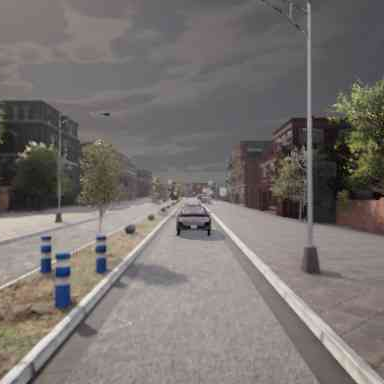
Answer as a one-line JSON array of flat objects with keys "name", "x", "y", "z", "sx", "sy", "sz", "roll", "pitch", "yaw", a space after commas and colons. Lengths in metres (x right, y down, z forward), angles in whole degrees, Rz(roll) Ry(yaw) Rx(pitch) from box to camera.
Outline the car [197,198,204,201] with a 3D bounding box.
[{"name": "car", "x": 0.076, "y": 1.677, "z": 37.371, "sx": 1.895, "sy": 1.301, "sz": 4.718, "roll": 0, "pitch": 0, "yaw": 0}]

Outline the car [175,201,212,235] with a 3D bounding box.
[{"name": "car", "x": 0.091, "y": 1.518, "z": 18.955, "sx": 2.128, "sy": 1.511, "sz": 4.902, "roll": 0, "pitch": 0, "yaw": 0}]

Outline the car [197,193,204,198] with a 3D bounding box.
[{"name": "car", "x": 2.962, "y": 1.668, "z": 76.559, "sx": 2.231, "sy": 1.521, "sz": 4.892, "roll": 0, "pitch": 0, "yaw": 0}]

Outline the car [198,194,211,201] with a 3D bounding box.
[{"name": "car", "x": 2.965, "y": 1.658, "z": 70.912, "sx": 2.231, "sy": 1.521, "sz": 4.892, "roll": 0, "pitch": 0, "yaw": 0}]
